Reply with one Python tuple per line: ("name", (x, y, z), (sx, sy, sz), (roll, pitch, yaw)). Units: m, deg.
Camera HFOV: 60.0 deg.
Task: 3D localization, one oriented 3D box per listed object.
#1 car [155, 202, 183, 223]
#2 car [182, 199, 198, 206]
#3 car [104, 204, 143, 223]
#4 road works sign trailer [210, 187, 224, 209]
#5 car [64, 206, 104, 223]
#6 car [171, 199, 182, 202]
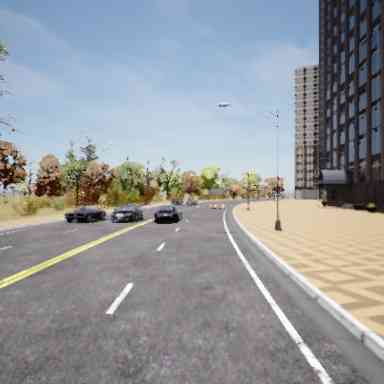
("car", (-1.971, 1.845, 28.853), (1.994, 1.385, 4.181), (0, -1, 4))
("car", (-0.008, 2.201, 68.852), (2.128, 1.511, 4.902), (0, -1, 11))
("car", (-5.453, 1.757, 28.372), (2.128, 1.511, 4.902), (0, -1, 5))
("road works sign trailer", (4.172, 1.025, 54.978), (2.380, 3.560, 2.880), (0, -1, 10))
("car", (-8.773, 1.849, 27.726), (1.895, 1.301, 4.718), (0, -1, 4))
("car", (-3.194, 2.169, 69.495), (1.837, 1.490, 4.892), (0, -1, 11))
